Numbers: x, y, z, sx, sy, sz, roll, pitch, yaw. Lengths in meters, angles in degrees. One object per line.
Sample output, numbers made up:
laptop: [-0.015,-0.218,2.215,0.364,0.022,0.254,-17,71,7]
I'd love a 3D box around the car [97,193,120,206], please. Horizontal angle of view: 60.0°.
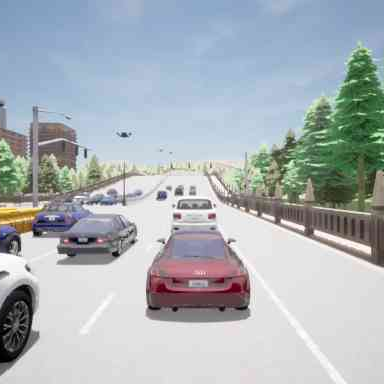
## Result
car: [-14.016,1.471,56.054,1.882,1.535,5.008,0,0,0]

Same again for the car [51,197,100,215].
car: [-6.935,1.352,18.492,2.097,1.767,4.553,0,0,-1]

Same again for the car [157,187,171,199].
car: [-6.889,0.535,77.565,2.150,2.045,5.566,0,4,0]

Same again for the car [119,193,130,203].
car: [-13.963,1.448,65.362,1.812,1.442,4.674,0,1,0]

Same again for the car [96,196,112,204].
car: [-17.444,1.499,66.244,1.895,1.301,4.718,0,2,0]

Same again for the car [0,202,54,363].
car: [-3.396,1.221,2.721,2.150,2.045,5.566,0,0,0]

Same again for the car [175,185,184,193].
car: [-3.334,-0.282,85.970,2.150,2.045,5.566,0,7,0]

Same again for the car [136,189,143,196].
car: [-13.839,0.049,85.362,1.882,1.535,5.008,0,6,0]

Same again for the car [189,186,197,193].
car: [0.168,-0.022,86.368,2.128,1.511,4.902,0,7,0]

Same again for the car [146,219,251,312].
car: [0.109,1.564,7.803,1.994,1.385,4.181,0,0,0]

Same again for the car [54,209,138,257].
car: [-3.394,1.547,12.912,2.033,1.411,5.357,0,0,0]

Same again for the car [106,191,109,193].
car: [-20.911,1.076,74.257,2.033,1.411,5.357,0,3,0]

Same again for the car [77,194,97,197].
car: [-17.505,1.484,57.110,2.128,1.511,4.902,0,0,1]

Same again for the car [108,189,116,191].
car: [-20.833,-0.054,86.289,1.882,1.535,5.008,0,6,0]

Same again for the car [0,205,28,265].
car: [-6.892,1.352,9.562,2.097,1.767,4.553,0,0,0]

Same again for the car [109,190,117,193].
car: [-17.398,1.002,76.188,1.895,1.301,4.718,0,3,0]

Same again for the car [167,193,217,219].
car: [0.115,1.222,17.210,2.150,2.045,5.566,0,0,0]

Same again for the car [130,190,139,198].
car: [-13.905,0.943,75.236,1.882,1.535,5.008,0,3,0]

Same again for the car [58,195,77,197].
car: [-21.081,1.351,54.206,2.097,1.767,4.553,0,0,2]
